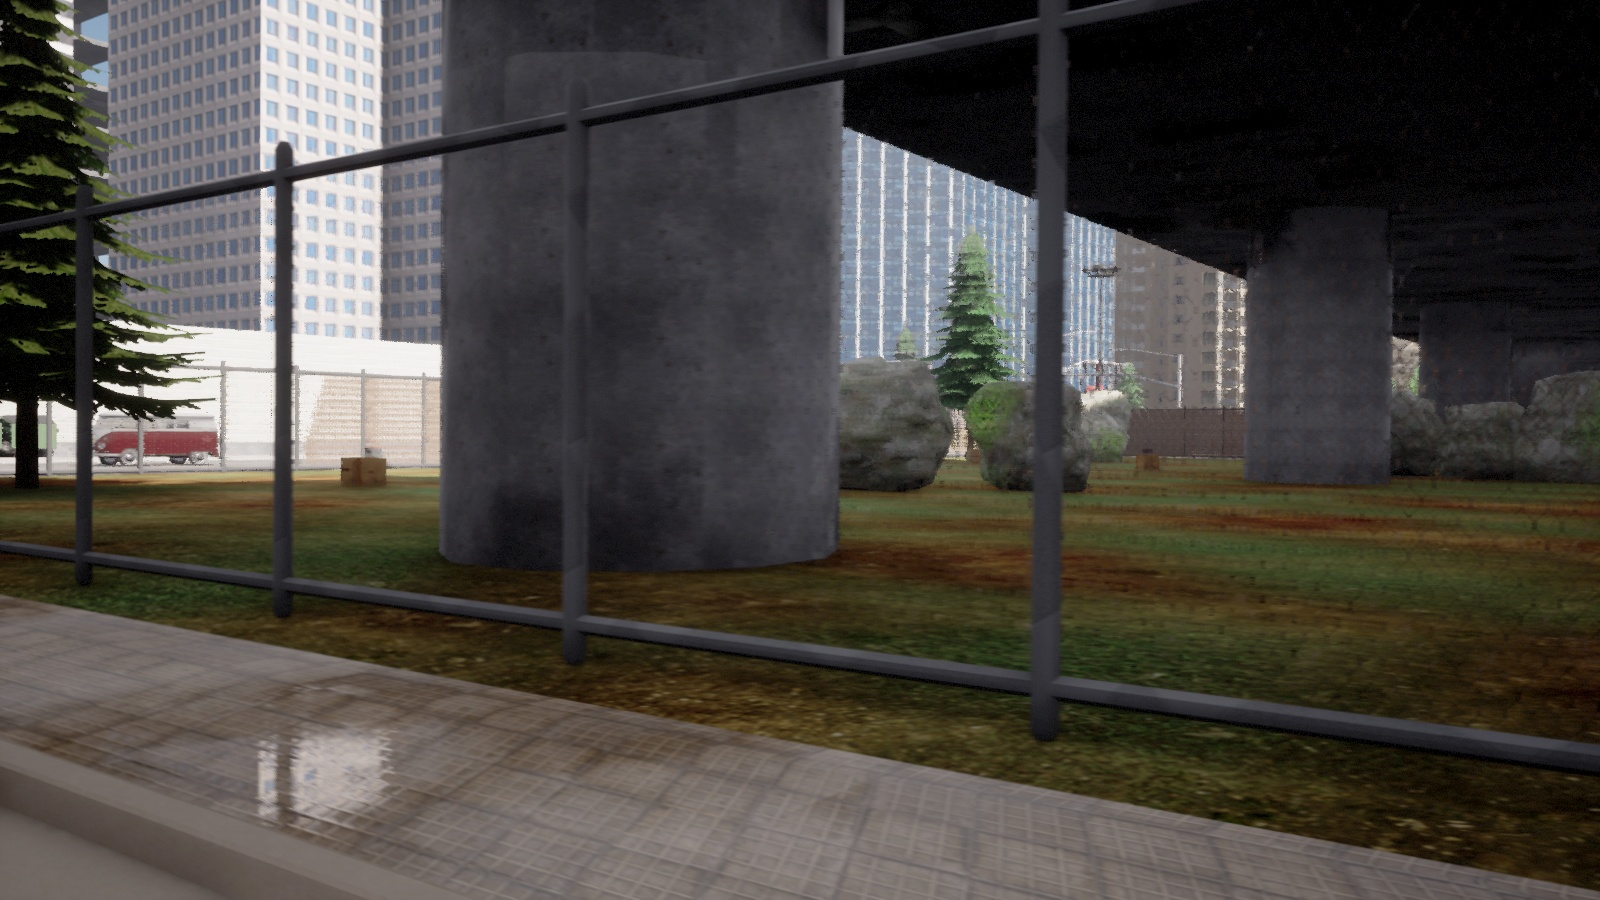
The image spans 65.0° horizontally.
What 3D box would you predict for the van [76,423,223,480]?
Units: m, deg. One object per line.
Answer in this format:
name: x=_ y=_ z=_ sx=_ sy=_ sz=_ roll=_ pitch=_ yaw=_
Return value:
van: x=-23.789 y=0.023 z=46.086 sx=1.775 sy=1.987 sz=4.442 roll=0 pitch=1 yaw=35
